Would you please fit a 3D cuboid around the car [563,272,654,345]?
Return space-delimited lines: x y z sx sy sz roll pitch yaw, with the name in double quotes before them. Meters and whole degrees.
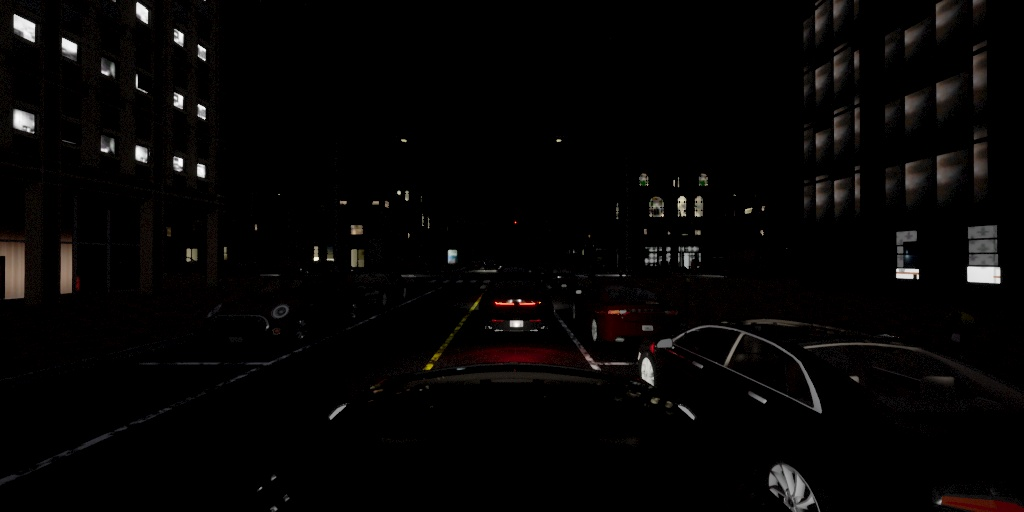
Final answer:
"car" 2.690 1.296 9.345 1.888 1.381 4.507 0 0 0

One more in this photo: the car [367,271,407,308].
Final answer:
"car" -5.691 1.302 15.053 2.007 1.370 4.403 0 0 0

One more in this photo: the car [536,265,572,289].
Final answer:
"car" 2.690 1.302 20.729 2.007 1.370 4.403 0 0 0

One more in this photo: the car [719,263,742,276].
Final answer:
"car" 24.622 1.413 38.160 4.674 1.442 1.812 0 0 1

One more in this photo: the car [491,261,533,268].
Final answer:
"car" 0.095 1.230 20.552 1.882 1.535 5.008 0 0 2

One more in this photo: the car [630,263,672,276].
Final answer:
"car" 14.809 1.403 38.306 4.181 1.385 1.994 0 0 1

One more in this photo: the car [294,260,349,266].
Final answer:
"car" -18.334 1.162 35.616 4.902 1.511 2.128 0 0 1

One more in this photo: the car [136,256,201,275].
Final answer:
"car" -30.953 0.917 33.215 5.009 1.841 2.192 0 0 1

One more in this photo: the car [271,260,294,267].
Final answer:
"car" -25.456 1.197 41.512 4.829 1.417 1.751 0 0 1

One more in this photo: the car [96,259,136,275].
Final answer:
"car" -36.490 1.130 33.300 4.403 1.370 2.007 0 0 1

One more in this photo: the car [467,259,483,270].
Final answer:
"car" -5.693 1.338 53.132 1.802 1.307 4.207 0 0 0

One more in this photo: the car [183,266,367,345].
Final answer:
"car" -5.690 1.190 9.361 1.967 1.591 4.097 0 0 0

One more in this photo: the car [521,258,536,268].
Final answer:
"car" 2.687 1.322 53.119 1.948 1.339 4.313 0 0 0

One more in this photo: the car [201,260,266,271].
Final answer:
"car" -25.417 1.177 33.130 4.403 1.370 2.007 0 0 1

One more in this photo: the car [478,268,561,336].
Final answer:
"car" 0.100 1.255 10.363 1.837 1.490 4.892 0 0 0

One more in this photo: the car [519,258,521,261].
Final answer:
"car" 2.687 1.340 64.161 1.802 1.307 4.207 0 0 0

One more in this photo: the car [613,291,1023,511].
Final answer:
"car" 2.691 1.301 3.653 2.007 1.370 4.403 0 0 0

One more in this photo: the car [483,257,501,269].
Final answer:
"car" -3.087 1.234 53.804 1.882 1.535 5.008 0 0 1

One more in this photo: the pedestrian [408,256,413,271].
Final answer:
"pedestrian" -12.554 0.885 44.265 0.375 1.860 0.375 0 -1 1

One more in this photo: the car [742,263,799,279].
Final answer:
"car" 23.641 1.433 32.343 4.207 1.307 1.802 0 0 1
